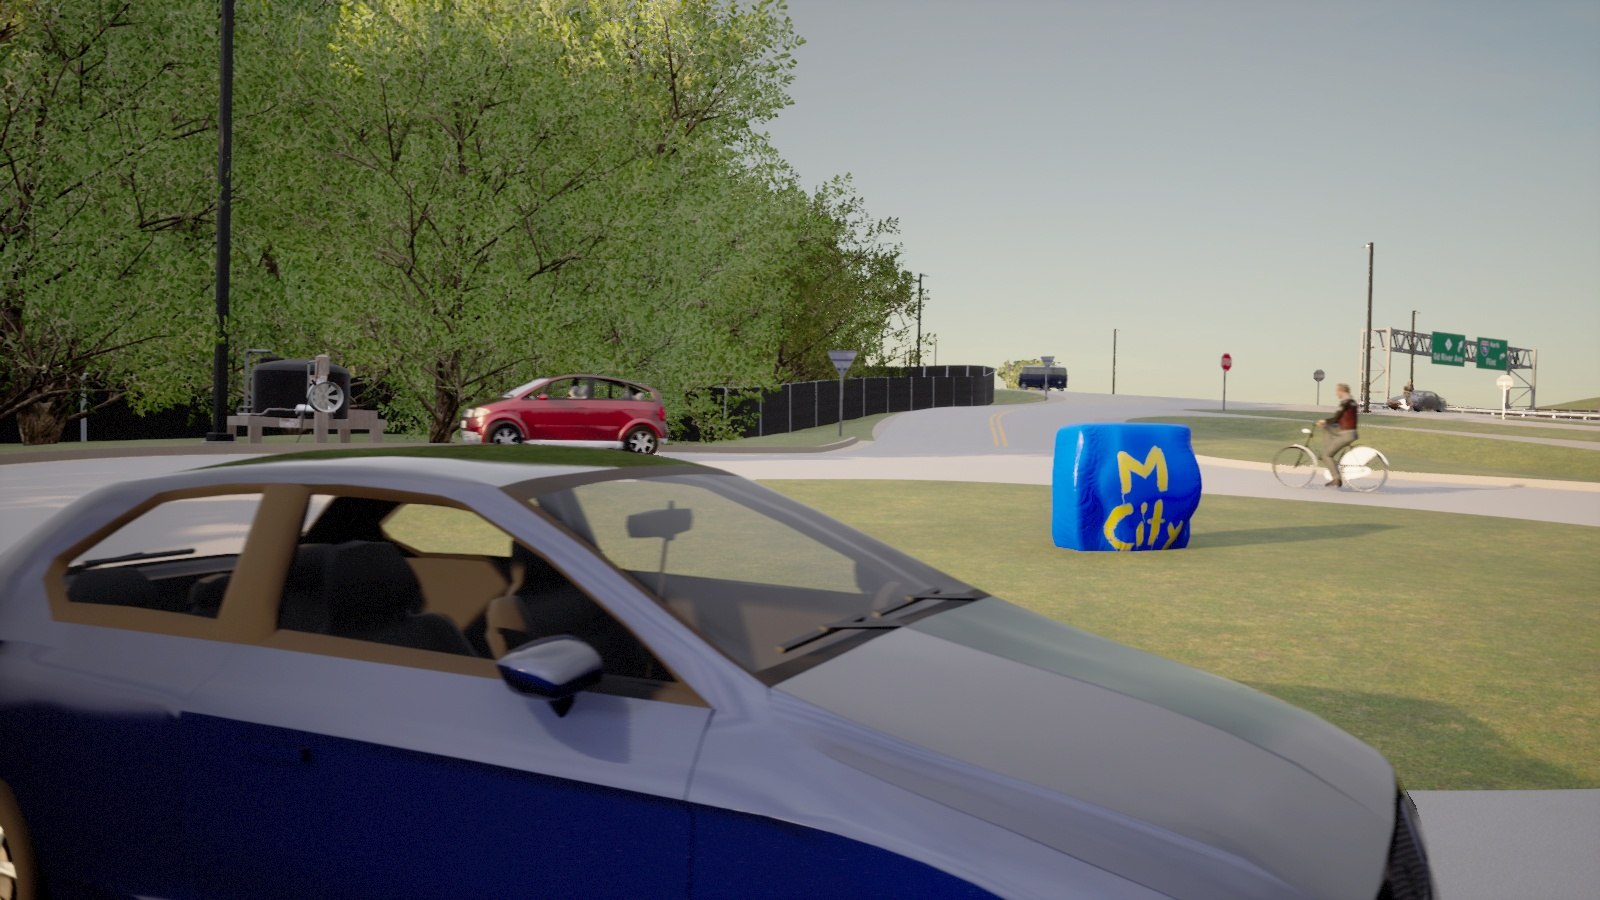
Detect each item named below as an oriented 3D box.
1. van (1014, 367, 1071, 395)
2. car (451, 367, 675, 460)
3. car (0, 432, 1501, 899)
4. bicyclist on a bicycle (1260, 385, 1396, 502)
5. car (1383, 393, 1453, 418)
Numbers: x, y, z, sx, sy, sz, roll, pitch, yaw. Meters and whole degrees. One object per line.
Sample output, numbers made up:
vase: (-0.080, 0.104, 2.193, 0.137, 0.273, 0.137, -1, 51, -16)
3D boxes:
van: (18.694, -5.364, 96.881, 1.775, 1.987, 4.442, 2, 3, -29)
car: (-4.398, -0.662, 23.293, 3.705, 1.549, 1.789, 1, 2, -25)
car: (-0.544, 0.731, 3.421, 4.193, 1.474, 1.816, 1, 2, 27)
bicyclist on a bicycle: (8.584, -0.139, 20.484, 1.843, 1.776, 0.659, 5, 4, 44)
car: (40.698, -2.924, 82.676, 5.357, 1.411, 2.033, 0, 5, -40)
